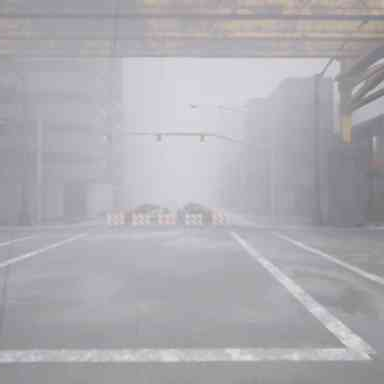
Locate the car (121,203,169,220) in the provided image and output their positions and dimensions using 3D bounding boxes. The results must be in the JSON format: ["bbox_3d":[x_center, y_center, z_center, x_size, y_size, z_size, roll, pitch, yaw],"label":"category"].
[{"bbox_3d":[-3.800,1.558,27.790,1.853,1.218,4.536,0,-1,24],"label":"car"}]

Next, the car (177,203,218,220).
[{"bbox_3d":[0.323,1.556,27.506,1.853,1.218,4.536,0,-1,-21],"label":"car"}]

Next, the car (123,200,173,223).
[{"bbox_3d":[-3.821,1.715,27.741,2.038,1.542,4.974,0,-1,24],"label":"car"}]

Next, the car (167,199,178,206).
[{"bbox_3d":[-3.650,1.886,62.605,1.853,1.218,4.536,0,-1,-1],"label":"car"}]

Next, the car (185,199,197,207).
[{"bbox_3d":[-0.172,1.806,54.102,1.853,1.218,4.536,0,-1,-1],"label":"car"}]

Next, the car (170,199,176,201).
[{"bbox_3d":[-3.649,2.043,62.552,2.038,1.542,4.974,0,-1,-1],"label":"car"}]

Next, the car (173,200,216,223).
[{"bbox_3d":[0.341,1.713,27.456,2.038,1.542,4.974,0,-1,-21],"label":"car"}]
